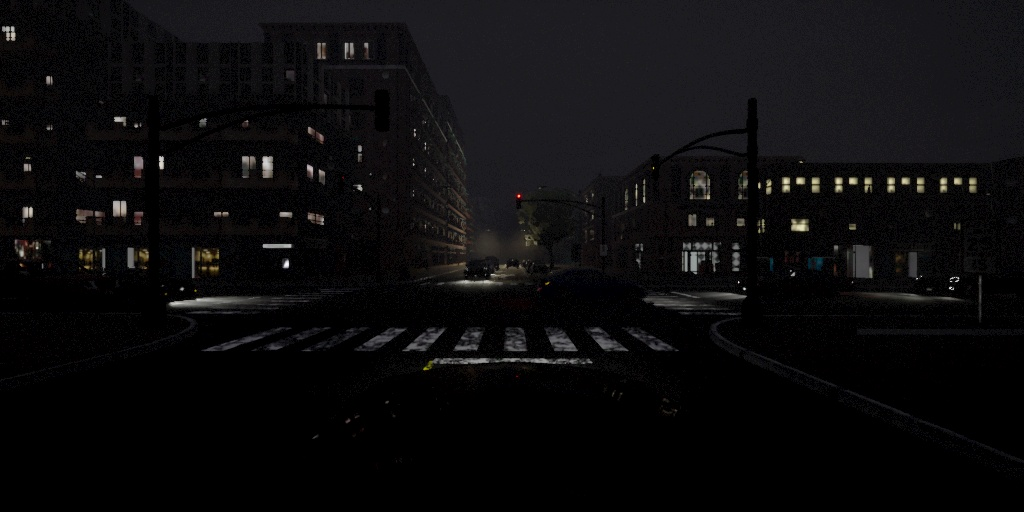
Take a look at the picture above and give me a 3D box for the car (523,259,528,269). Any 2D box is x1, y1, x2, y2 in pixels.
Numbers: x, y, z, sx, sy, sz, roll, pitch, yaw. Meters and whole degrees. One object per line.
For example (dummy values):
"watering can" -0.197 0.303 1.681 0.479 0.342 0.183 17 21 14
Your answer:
"car" 2.712 1.228 42.509 1.967 1.591 4.097 0 0 0

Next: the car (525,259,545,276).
"car" 2.709 1.330 36.812 2.007 1.370 4.403 0 0 0

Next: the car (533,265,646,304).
"car" 3.447 1.282 15.828 4.674 1.442 1.812 0 0 0

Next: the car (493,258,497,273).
"car" -3.077 1.314 42.572 1.812 1.442 4.674 0 0 0

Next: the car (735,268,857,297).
"car" 15.033 1.372 19.105 5.357 1.411 2.033 0 0 0

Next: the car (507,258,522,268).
"car" 0.136 1.174 61.048 2.097 1.767 4.553 0 0 -1

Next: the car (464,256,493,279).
"car" -3.056 1.124 32.274 2.097 1.767 4.553 0 0 -1

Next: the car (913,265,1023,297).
"car" 24.533 1.219 19.166 4.553 1.767 2.097 0 0 0

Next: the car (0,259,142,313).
"car" -17.270 1.013 13.103 5.009 1.841 2.192 0 0 0

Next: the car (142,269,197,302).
"car" -16.501 1.265 15.716 4.181 1.385 1.994 0 0 -1

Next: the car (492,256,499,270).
"car" -3.063 1.028 53.204 2.150 2.045 5.566 0 0 1
